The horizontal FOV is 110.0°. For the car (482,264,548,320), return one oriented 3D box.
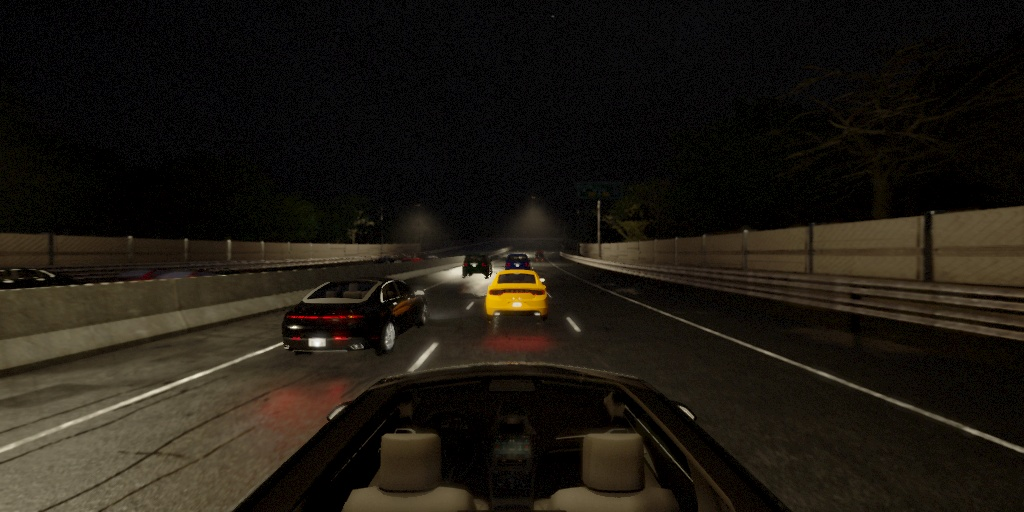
[{"bbox_3d":[0.172,1.221,12.672,1.882,1.535,5.008,0,0,1],"label":"car"}]

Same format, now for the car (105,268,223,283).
[{"bbox_3d":[-13.996,1.293,15.393,1.994,1.385,4.181,0,0,1],"label":"car"}]

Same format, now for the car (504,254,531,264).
[{"bbox_3d":[0.516,0.831,31.686,2.150,2.045,5.566,0,1,1],"label":"car"}]

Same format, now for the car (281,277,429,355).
[{"bbox_3d":[-3.362,1.251,8.639,1.837,1.490,4.892,0,0,0],"label":"car"}]

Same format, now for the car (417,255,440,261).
[{"bbox_3d":[-12.749,0.629,56.424,2.128,1.511,4.902,0,1,3],"label":"car"}]

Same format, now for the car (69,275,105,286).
[{"bbox_3d":[-17.473,1.285,17.122,1.994,1.385,4.181,0,0,1],"label":"car"}]

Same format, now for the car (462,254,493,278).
[{"bbox_3d":[-2.987,0.829,31.645,2.150,2.045,5.566,0,1,1],"label":"car"}]

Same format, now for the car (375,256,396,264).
[{"bbox_3d":[-19.753,0.707,56.172,1.994,1.385,4.181,0,1,3],"label":"car"}]

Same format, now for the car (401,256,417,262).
[{"bbox_3d":[-16.197,0.713,57.441,1.895,1.301,4.718,0,1,3],"label":"car"}]

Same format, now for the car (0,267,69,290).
[{"bbox_3d":[-21.008,1.234,14.414,1.837,1.490,4.892,0,0,1],"label":"car"}]
